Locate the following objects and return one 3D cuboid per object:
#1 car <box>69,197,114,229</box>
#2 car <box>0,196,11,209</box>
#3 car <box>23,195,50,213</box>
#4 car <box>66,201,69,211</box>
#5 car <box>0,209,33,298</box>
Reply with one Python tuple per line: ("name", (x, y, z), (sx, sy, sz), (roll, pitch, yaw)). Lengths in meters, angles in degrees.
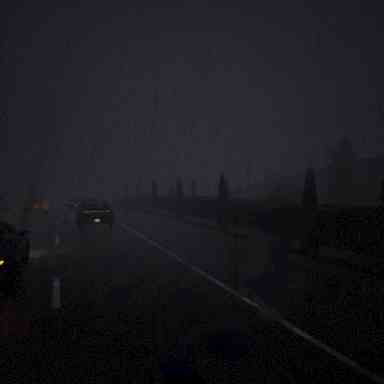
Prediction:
("car", (-5.587, 1.141, 18.701), (2.128, 1.511, 4.902), (0, 1, -22))
("car", (-18.065, 1.150, 30.920), (2.128, 1.511, 4.902), (0, -2, -22))
("car", (-13.552, 1.054, 29.092), (1.882, 1.535, 5.008), (0, -1, -22))
("car", (-12.045, 1.254, 34.706), (2.033, 1.411, 5.357), (0, -2, -22))
("car", (-4.865, 1.363, 7.575), (1.812, 1.442, 4.674), (0, 1, -22))
